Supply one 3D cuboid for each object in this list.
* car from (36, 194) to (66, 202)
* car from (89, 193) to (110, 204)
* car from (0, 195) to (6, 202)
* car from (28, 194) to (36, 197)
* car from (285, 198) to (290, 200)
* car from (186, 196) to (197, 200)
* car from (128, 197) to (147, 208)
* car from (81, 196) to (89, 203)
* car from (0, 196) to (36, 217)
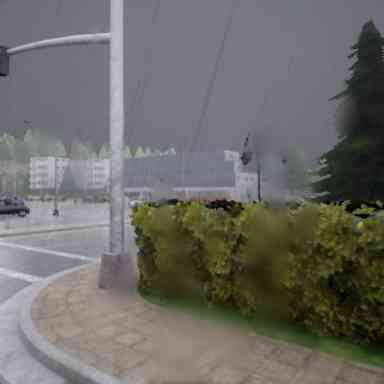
[{"bbox_3d":[-28.405,1.172,68.206,2.152,1.636,5.027,0,0,36],"label":"car"},{"bbox_3d":[-15.449,1.112,59.329,1.932,1.855,4.605,0,0,36],"label":"car"},{"bbox_3d":[-40.893,1.319,68.149,2.007,1.523,4.514,0,0,36],"label":"car"},{"bbox_3d":[-33.792,1.252,71.709,1.970,1.475,3.806,0,0,36],"label":"car"},{"bbox_3d":[12.656,1.500,42.718,2.128,1.511,4.902,0,0,35],"label":"car"},{"bbox_3d":[-0.480,1.383,48.315,1.845,1.501,3.633,0,0,36],"label":"car"},{"bbox_3d":[-7.247,1.394,44.054,1.970,1.475,3.806,0,0,36],"label":"car"},{"bbox_3d":[-18.044,1.092,60.700,1.905,1.878,3.866,0,0,36],"label":"car"},{"bbox_3d":[-15.746,1.348,27.227,2.007,1.523,4.514,0,0,36],"label":"car"}]
